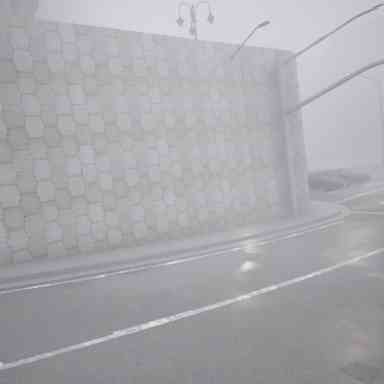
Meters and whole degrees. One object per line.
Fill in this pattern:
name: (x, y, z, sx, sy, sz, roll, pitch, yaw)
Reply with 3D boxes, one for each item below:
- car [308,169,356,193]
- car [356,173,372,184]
car: (9.993, -0.786, 26.782, 2.128, 1.511, 4.902, -11, 6, -35)
car: (12.629, -1.294, 29.070, 2.033, 1.411, 5.357, -11, 6, -34)
